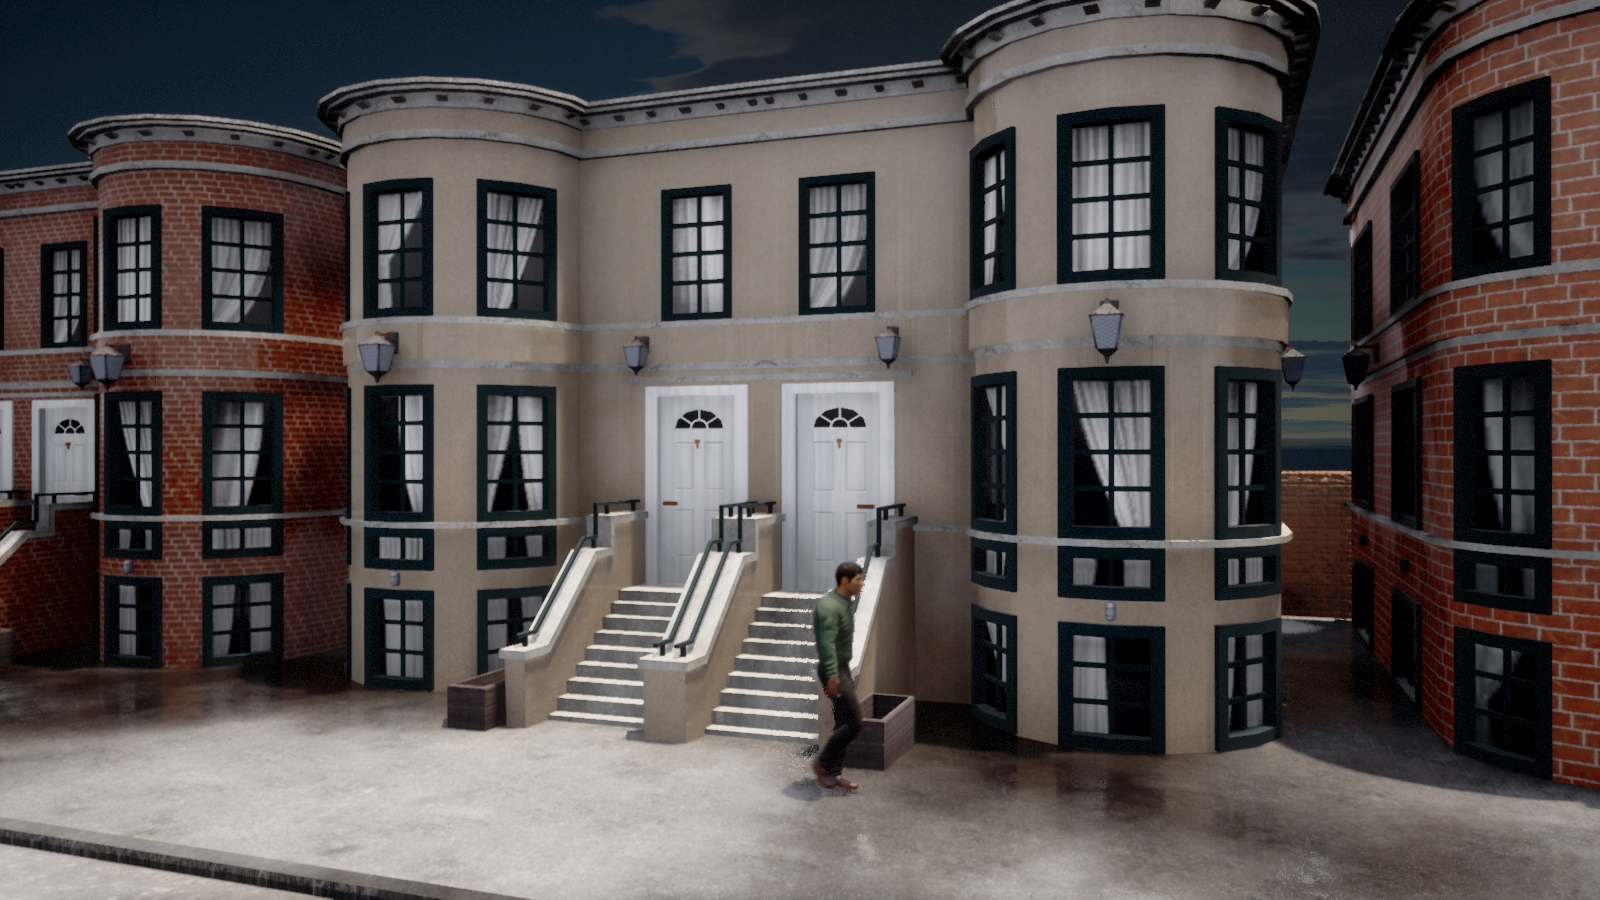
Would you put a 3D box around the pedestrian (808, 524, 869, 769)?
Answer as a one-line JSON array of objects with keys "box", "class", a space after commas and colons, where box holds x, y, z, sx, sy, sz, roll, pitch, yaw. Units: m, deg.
[{"box": [0.307, 1.529, 9.034, 0.375, 1.860, 0.375, 0, 0, 20], "class": "pedestrian"}]
